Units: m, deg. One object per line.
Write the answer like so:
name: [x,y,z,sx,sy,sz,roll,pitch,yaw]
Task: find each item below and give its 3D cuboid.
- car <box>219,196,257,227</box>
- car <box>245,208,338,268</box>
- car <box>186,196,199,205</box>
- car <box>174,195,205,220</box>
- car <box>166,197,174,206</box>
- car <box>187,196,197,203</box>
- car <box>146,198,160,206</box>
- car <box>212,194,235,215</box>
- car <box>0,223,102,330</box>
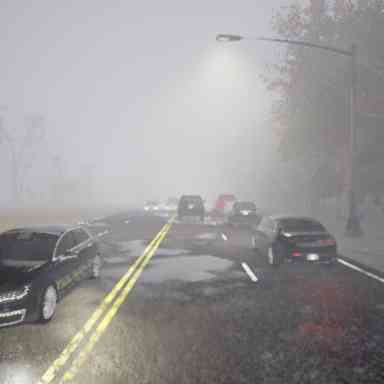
car: [3.253,1.353,22.313,2.097,1.767,4.553,0,-1,0]
car: [3.232,1.501,11.333,1.837,1.490,4.892,-1,0,0]
car: [0.124,1.544,57.545,2.033,1.411,5.357,0,-3,1]
car: [-0.073,1.261,28.212,2.150,2.045,5.566,0,0,0]
car: [-3.264,1.589,55.385,1.837,1.490,4.892,0,-1,0]
car: [-0.013,1.636,74.962,2.128,1.511,4.902,0,0,0]
car: [-6.513,1.679,55.469,1.895,1.301,4.718,0,0,0]
car: [3.258,1.231,33.374,2.150,2.045,5.566,1,-1,0]
car: [-3.352,1.514,7.205,1.837,1.490,4.892,0,0,0]
